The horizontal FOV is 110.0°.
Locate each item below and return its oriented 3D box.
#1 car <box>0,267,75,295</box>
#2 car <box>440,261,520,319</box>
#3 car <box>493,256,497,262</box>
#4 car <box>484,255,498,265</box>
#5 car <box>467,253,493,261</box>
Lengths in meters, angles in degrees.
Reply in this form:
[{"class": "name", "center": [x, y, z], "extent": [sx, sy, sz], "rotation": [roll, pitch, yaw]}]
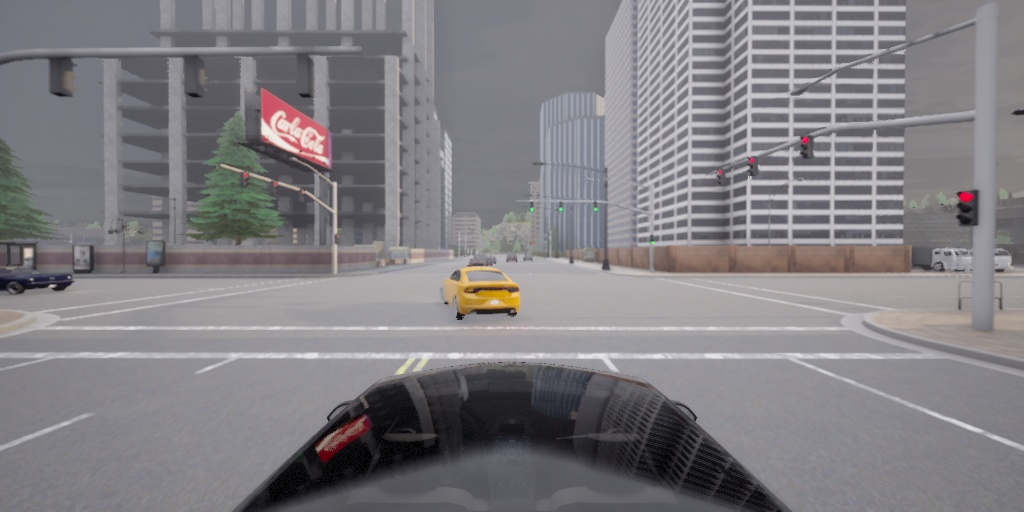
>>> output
[{"class": "car", "center": [-24.771, 1.167, 17.602], "extent": [4.718, 1.301, 1.895], "rotation": [0, 1, 0]}, {"class": "car", "center": [-1.253, 1.104, 12.405], "extent": [1.882, 1.535, 5.008], "rotation": [0, 1, -18]}, {"class": "car", "center": [-3.569, 0.694, 49.127], "extent": [2.128, 1.511, 4.902], "rotation": [0, 1, 0]}, {"class": "car", "center": [-3.500, 0.629, 59.652], "extent": [2.033, 1.411, 5.357], "rotation": [0, 1, 0]}, {"class": "car", "center": [-3.594, 0.661, 39.916], "extent": [2.097, 1.767, 4.553], "rotation": [0, 1, 0]}]
